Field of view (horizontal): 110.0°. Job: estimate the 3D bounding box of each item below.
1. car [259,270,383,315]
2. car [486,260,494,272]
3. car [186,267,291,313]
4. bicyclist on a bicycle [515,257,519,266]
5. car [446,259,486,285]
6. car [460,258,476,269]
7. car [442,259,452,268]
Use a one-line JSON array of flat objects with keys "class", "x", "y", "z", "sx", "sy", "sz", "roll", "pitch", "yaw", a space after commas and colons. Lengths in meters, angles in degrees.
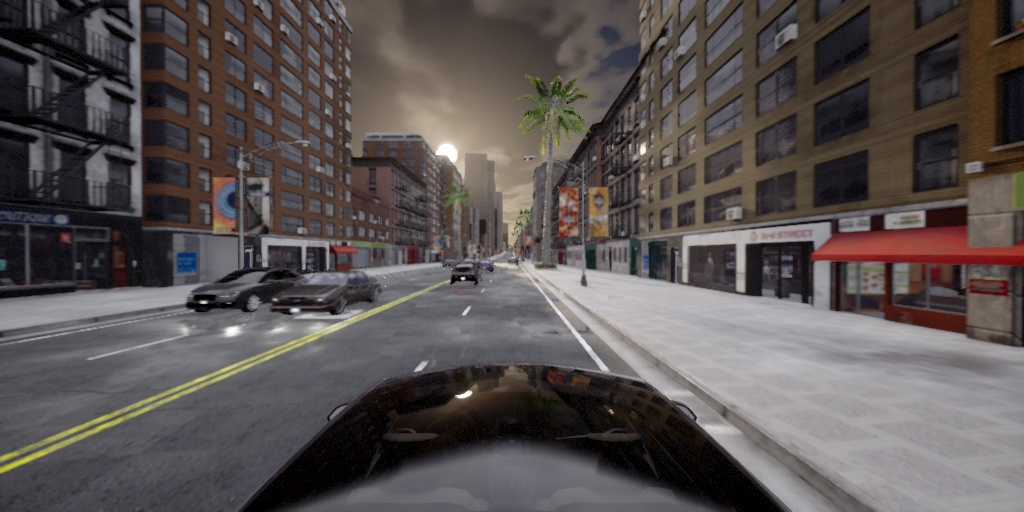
[{"class": "car", "x": -6.599, "y": 1.260, "z": 13.569, "sx": 2.033, "sy": 1.411, "sz": 5.357, "roll": 0, "pitch": 0, "yaw": 0}, {"class": "car", "x": -3.145, "y": 1.164, "z": 43.312, "sx": 1.812, "sy": 1.442, "sz": 4.674, "roll": 0, "pitch": 0, "yaw": 0}, {"class": "car", "x": -9.848, "y": 1.217, "z": 13.877, "sx": 1.837, "sy": 1.490, "sz": 4.892, "roll": 0, "pitch": 0, "yaw": 0}, {"class": "bicyclist on a bicycle", "x": 0.902, "y": 1.099, "z": 62.429, "sx": 0.582, "sy": 1.620, "sz": 1.656, "roll": 0, "pitch": -1, "yaw": 0}, {"class": "car", "x": -3.147, "y": 1.179, "z": 25.436, "sx": 1.837, "sy": 1.490, "sz": 4.892, "roll": 0, "pitch": 0, "yaw": 0}, {"class": "car", "x": -6.559, "y": 1.115, "z": 53.971, "sx": 1.882, "sy": 1.535, "sz": 5.008, "roll": 0, "pitch": 0, "yaw": 0}, {"class": "car", "x": -9.784, "y": 1.187, "z": 57.129, "sx": 2.033, "sy": 1.411, "sz": 5.357, "roll": 0, "pitch": 0, "yaw": 1}]
